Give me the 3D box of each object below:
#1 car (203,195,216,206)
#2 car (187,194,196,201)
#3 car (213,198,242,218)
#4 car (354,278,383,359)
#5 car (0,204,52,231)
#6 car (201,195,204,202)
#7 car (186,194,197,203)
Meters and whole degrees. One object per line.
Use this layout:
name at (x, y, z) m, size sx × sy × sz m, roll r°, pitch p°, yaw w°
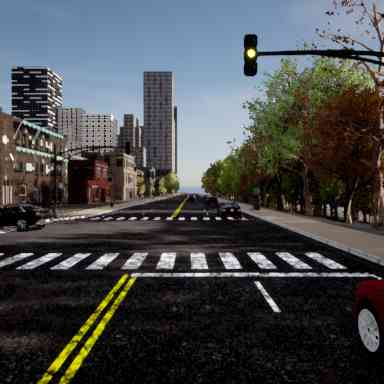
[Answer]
car at (3.234, 1.484, 54.394) m, size 1.837 × 1.490 × 4.892 m, roll 0°, pitch 0°, yaw 0°
car at (-0.164, 1.278, 76.013) m, size 1.882 × 1.535 × 5.008 m, roll 0°, pitch 0°, yaw 0°
car at (3.287, 1.539, 29.843) m, size 2.033 × 1.411 × 5.357 m, roll 0°, pitch 0°, yaw 0°
car at (3.344, 1.477, 2.962) m, size 1.882 × 1.535 × 5.008 m, roll 0°, pitch 0°, yaw 0°
car at (-11.200, 1.553, 20.717) m, size 4.892 × 1.490 × 1.837 m, roll -2°, pitch -1°, yaw 11°
car at (3.088, 1.492, 76.435) m, size 1.812 × 1.442 × 4.674 m, roll 0°, pitch 0°, yaw 0°
car at (-0.143, 1.500, 66.011) m, size 1.812 × 1.442 × 4.674 m, roll 0°, pitch 0°, yaw 0°
